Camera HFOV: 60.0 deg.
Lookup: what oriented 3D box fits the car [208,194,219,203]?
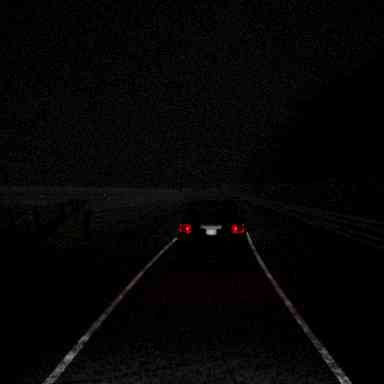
[{"bbox_3d":[3.674,1.071,57.471,1.812,1.442,4.674,0,2,1],"label":"car"}]

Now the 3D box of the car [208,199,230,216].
[{"bbox_3d":[2.663,1.500,33.550,2.033,1.411,5.357,0,1,4],"label":"car"}]

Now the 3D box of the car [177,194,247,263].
[{"bbox_3d":[0.776,1.234,12.204,2.150,2.045,5.566,0,0,5],"label":"car"}]
